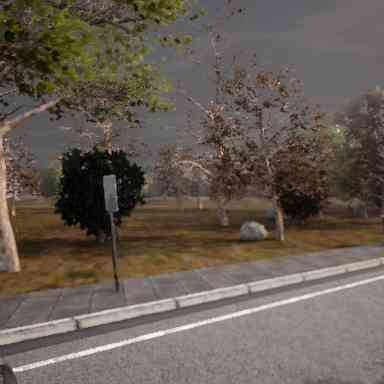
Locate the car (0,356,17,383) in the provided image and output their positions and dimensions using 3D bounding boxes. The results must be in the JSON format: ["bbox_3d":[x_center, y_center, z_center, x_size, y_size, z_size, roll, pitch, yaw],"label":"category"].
[{"bbox_3d":[-3.650,1.558,1.292,5.357,1.411,2.033,1,-1,-33],"label":"car"}]
